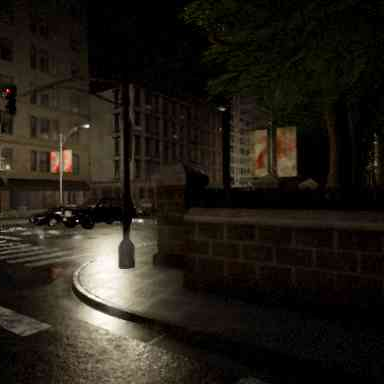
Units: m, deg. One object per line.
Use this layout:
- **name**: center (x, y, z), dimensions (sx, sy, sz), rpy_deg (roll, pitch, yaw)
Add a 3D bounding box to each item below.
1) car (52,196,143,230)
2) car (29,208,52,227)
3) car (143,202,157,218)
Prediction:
- **car**: center (-6.299, 1.339, 22.838), dimensions (2.150, 2.045, 5.566), rpy_deg (-1, 0, 35)
- **car**: center (-9.300, 1.658, 24.209), dimensions (1.837, 1.490, 4.892), rpy_deg (-1, 0, 35)
- **car**: center (-3.749, 1.688, 32.214), dimensions (2.033, 1.411, 5.357), rpy_deg (-1, 0, 35)
